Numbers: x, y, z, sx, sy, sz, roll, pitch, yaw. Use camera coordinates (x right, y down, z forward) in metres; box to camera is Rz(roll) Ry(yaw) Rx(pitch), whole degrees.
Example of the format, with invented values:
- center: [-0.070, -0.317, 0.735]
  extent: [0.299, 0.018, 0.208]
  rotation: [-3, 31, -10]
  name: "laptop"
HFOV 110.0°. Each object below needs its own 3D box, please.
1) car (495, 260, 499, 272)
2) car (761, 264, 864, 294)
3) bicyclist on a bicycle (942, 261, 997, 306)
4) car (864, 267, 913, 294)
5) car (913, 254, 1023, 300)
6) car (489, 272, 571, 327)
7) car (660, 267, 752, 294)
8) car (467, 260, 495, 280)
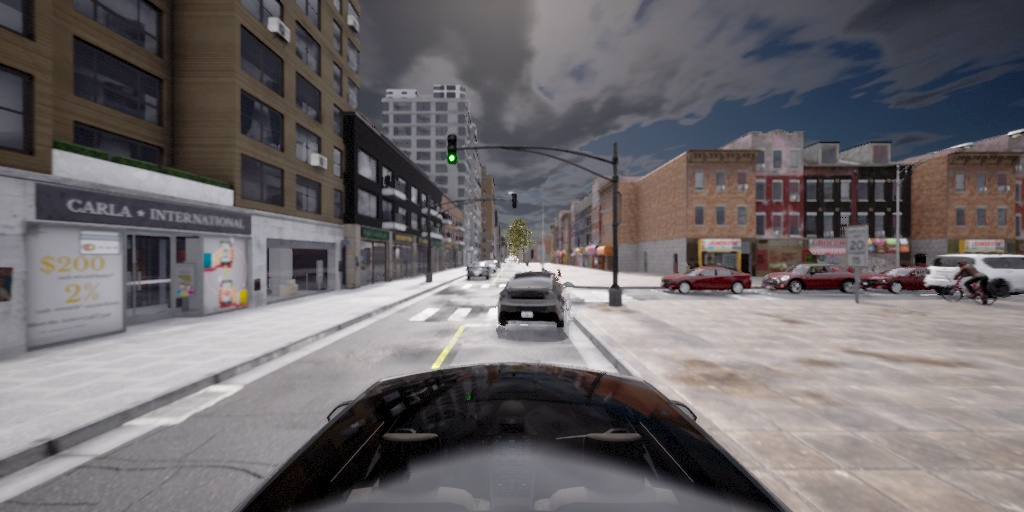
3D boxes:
- center: [-2.843, 1.267, 42.900]
  extent: [1.812, 1.442, 4.674]
  rotation: [0, 0, 0]
  name: "car"
- center: [15.834, 1.150, 19.331]
  extent: [4.097, 1.591, 1.967]
  rotation: [0, 0, 0]
  name: "car"
- center: [17.380, 1.029, 13.681]
  extent: [0.582, 1.620, 1.656]
  rotation: [0, 0, 0]
  name: "bicyclist on a bicycle"
- center: [21.299, 1.249, 19.324]
  extent: [4.507, 1.381, 1.888]
  rotation: [0, 0, 0]
  name: "car"
- center: [22.721, 0.934, 16.612]
  extent: [5.566, 2.045, 2.150]
  rotation: [0, 0, 1]
  name: "car"
- center: [0.821, 1.243, 11.549]
  extent: [1.837, 1.490, 4.892]
  rotation: [-1, 0, 10]
  name: "car"
- center: [10.371, 1.261, 19.336]
  extent: [4.507, 1.381, 1.888]
  rotation: [0, 0, 0]
  name: "car"
- center: [-2.852, 1.226, 31.480]
  extent: [2.128, 1.511, 4.902]
  rotation: [0, 0, -1]
  name: "car"
